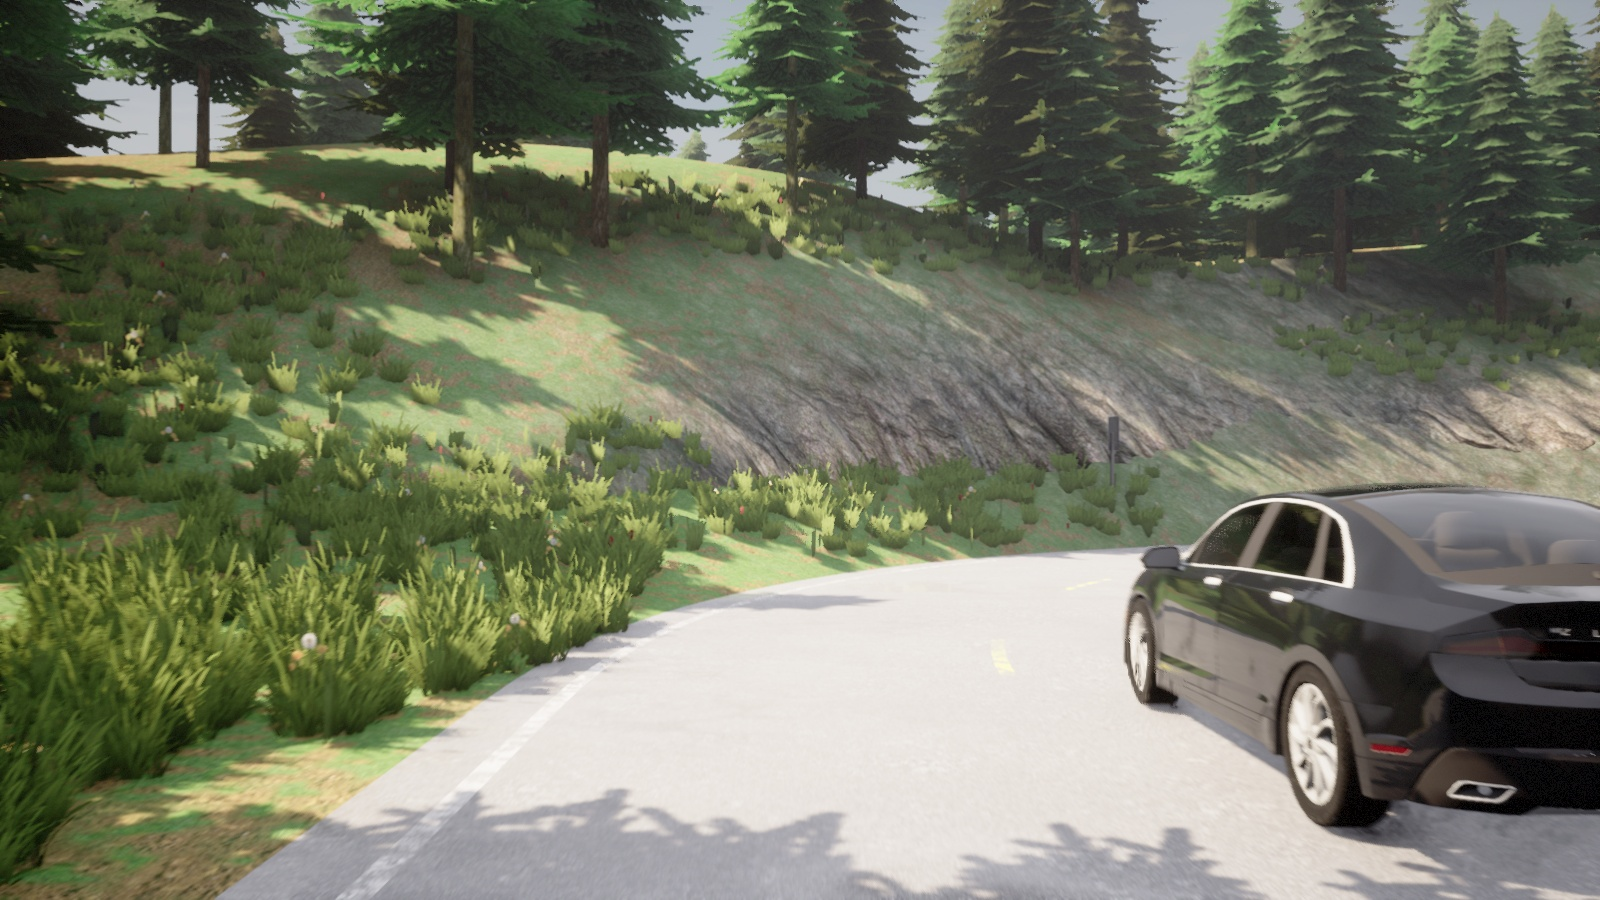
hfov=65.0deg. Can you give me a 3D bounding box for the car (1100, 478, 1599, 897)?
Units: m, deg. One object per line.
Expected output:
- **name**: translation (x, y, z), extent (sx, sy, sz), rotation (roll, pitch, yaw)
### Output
- **car**: translation (3.190, 0.925, 7.062), extent (1.837, 1.490, 4.892), rotation (0, -1, 0)
